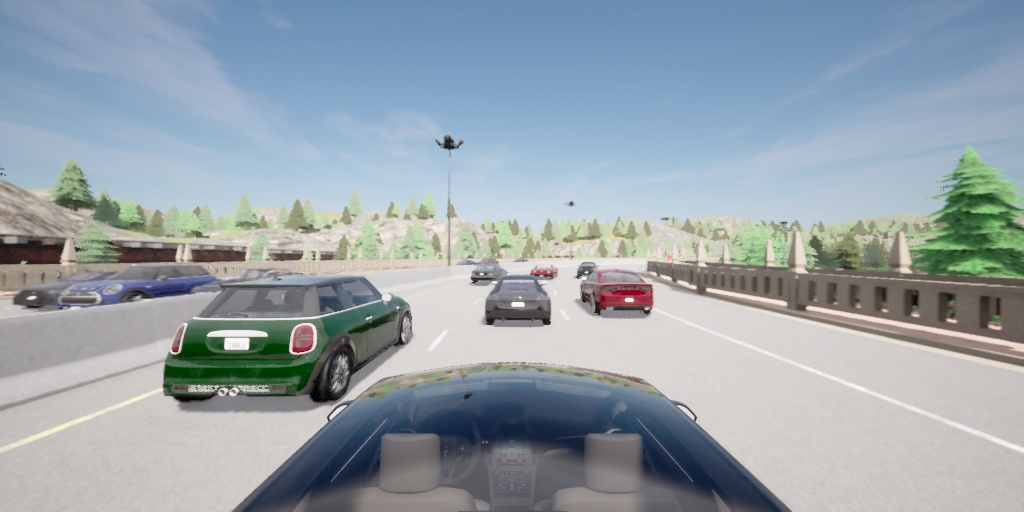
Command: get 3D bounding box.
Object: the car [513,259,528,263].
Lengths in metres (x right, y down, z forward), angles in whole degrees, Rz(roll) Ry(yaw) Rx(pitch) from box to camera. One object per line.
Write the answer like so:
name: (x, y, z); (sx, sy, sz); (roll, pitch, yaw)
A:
car: (1.037, 1.257, 55.784); (1.837, 1.490, 4.892); (-1, 0, 28)

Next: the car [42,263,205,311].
car: (-13.819, 1.108, 13.703); (2.097, 1.767, 4.553); (0, 0, 3)

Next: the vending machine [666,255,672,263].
vending machine: (19.363, 0.844, 43.671); (1.100, 2.100, 0.880); (0, 0, 26)

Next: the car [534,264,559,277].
car: (2.989, 1.332, 31.536); (1.895, 1.301, 4.718); (0, 0, 14)

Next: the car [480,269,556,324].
car: (0.235, 1.314, 11.979); (1.994, 1.385, 4.181); (0, 0, 2)

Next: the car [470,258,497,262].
car: (-3.760, 1.125, 53.971); (2.097, 1.767, 4.553); (0, 0, 26)

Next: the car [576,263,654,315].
car: (3.814, 1.224, 13.723); (1.882, 1.535, 5.008); (0, 0, 3)

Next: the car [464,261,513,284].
car: (-1.613, 1.292, 27.142); (2.033, 1.411, 5.357); (0, 0, 11)

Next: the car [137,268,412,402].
car: (-3.385, 1.104, 6.549); (2.097, 1.767, 4.553); (0, 0, 0)

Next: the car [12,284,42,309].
car: (-17.248, 1.323, 14.940); (1.994, 1.385, 4.181); (0, 0, 3)

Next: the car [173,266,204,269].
car: (-10.295, 1.246, 14.559); (2.128, 1.511, 4.902); (0, 0, 3)

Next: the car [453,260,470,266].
car: (-7.175, 1.314, 54.955); (1.812, 1.442, 4.674); (0, 0, 26)
